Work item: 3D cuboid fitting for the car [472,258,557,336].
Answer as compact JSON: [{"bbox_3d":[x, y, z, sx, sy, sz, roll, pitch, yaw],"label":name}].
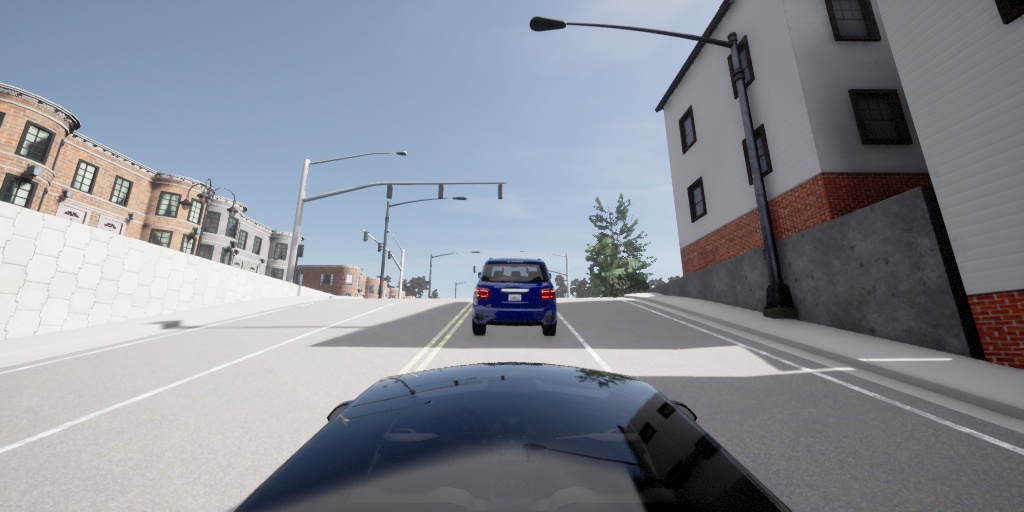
[{"bbox_3d":[0.077,1.097,11.026,2.150,2.045,5.566,1,-1,0],"label":"car"}]
